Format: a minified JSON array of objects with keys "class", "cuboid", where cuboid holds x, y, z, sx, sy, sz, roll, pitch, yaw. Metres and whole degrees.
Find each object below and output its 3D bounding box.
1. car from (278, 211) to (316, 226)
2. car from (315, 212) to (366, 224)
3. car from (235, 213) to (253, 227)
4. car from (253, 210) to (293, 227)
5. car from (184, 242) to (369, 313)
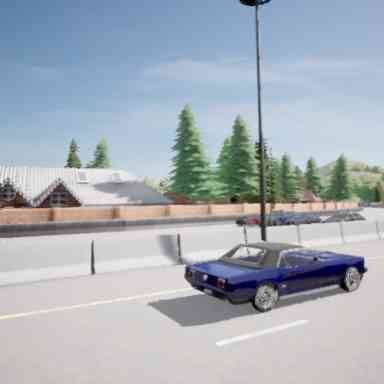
[{"class":"car","cuboid":[10.300,2.681,30.622,4.181,1.385,1.994,1,-3,-36]},{"class":"car","cuboid":[12.951,2.458,28.234,4.892,1.490,1.837,1,-3,-37]},{"class":"car","cuboid":[6.760,3.026,36.696,4.181,1.385,1.994,1,-3,-37]},{"class":"car","cuboid":[8.850,2.645,33.919,4.553,1.767,2.097,1,-3,-37]},{"class":"car","cuboid":[2.280,1.932,8.430,4.718,1.301,1.895,0,-3,-30]}]
